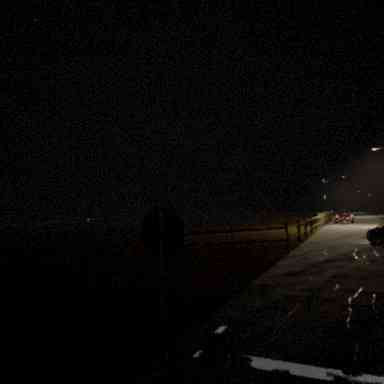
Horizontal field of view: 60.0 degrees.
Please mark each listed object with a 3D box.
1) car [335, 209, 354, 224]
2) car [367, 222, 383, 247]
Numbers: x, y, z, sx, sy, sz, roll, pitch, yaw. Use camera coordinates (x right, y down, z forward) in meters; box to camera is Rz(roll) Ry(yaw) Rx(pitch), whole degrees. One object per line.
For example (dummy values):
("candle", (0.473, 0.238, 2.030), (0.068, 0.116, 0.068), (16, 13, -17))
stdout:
("car", (18.862, 2.953, 41.080), (2.097, 1.767, 4.553), (-4, -4, 26))
("car", (9.987, 2.079, 16.026), (2.033, 1.411, 5.357), (-3, -3, 15))
